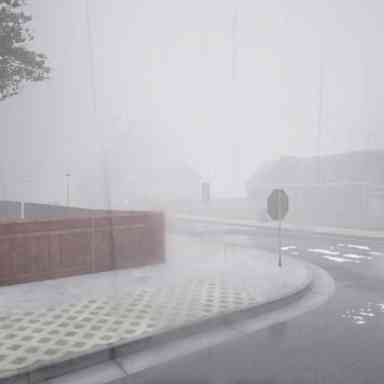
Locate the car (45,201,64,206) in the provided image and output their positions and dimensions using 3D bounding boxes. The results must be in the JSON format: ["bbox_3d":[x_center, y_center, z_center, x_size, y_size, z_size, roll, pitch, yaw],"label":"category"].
[{"bbox_3d":[-19.370,1.944,46.347,1.895,1.301,4.718,0,0,-36],"label":"car"}]
